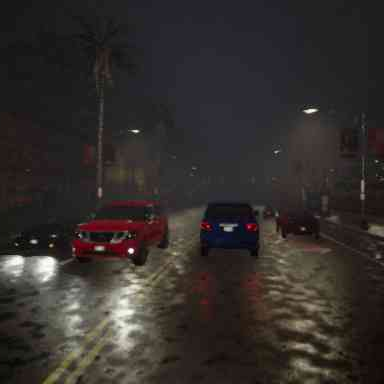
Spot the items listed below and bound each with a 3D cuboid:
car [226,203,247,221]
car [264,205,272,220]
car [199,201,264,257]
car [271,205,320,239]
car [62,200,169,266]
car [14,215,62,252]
[{"bbox_3d":[4.252,1.870,31.786,1.837,1.490,4.892,0,-1,8],"label":"car"},{"bbox_3d":[7.845,1.938,32.176,2.033,1.411,5.357,0,-1,8],"label":"car"},{"bbox_3d":[1.612,1.381,13.918,2.150,2.045,5.566,0,-1,8],"label":"car"},{"bbox_3d":[5.927,1.719,19.161,1.882,1.535,5.008,0,-1,8],"label":"car"},{"bbox_3d":[-2.344,1.343,12.557,2.150,2.045,5.566,0,-1,8],"label":"car"},{"bbox_3d":[-5.619,1.685,14.379,1.994,1.385,4.181,0,-1,8],"label":"car"}]
